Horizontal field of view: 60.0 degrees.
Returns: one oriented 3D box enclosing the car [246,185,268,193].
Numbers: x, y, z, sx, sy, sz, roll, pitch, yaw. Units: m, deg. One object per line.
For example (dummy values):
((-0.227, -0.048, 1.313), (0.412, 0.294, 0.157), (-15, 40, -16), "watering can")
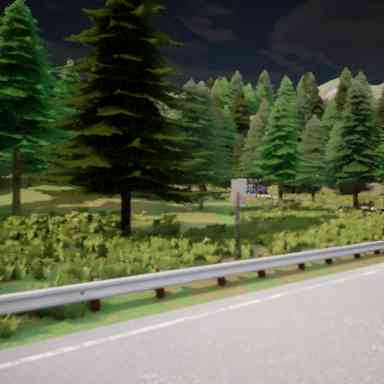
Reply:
((9.293, -0.143, 52.743), (5.566, 2.045, 2.150), (5, 1, 17), "car")
